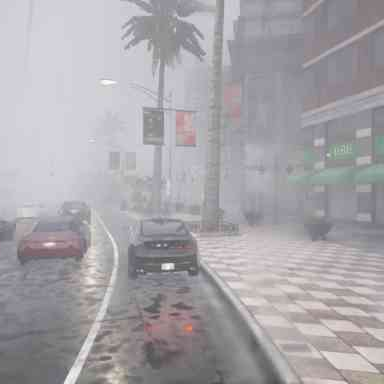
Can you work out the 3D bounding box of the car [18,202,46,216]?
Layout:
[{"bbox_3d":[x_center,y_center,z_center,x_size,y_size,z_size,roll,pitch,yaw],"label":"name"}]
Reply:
[{"bbox_3d":[-12.648,1.515,26.140,1.812,1.442,4.674,0,0,-18],"label":"car"}]

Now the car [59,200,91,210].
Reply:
[{"bbox_3d":[-8.332,1.346,23.752,2.097,1.767,4.553,0,0,-18],"label":"car"}]

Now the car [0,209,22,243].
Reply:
[{"bbox_3d":[-8.679,1.594,13.659,1.895,1.301,4.718,0,0,-16],"label":"car"}]

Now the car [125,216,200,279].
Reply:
[{"bbox_3d":[-1.037,1.503,10.202,1.837,1.490,4.892,0,0,-11],"label":"car"}]

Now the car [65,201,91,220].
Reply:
[{"bbox_3d":[-9.878,1.555,28.922,1.994,1.385,4.181,0,0,-18],"label":"car"}]

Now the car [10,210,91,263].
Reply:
[{"bbox_3d":[-4.803,1.561,12.068,1.994,1.385,4.181,0,0,-13],"label":"car"}]
